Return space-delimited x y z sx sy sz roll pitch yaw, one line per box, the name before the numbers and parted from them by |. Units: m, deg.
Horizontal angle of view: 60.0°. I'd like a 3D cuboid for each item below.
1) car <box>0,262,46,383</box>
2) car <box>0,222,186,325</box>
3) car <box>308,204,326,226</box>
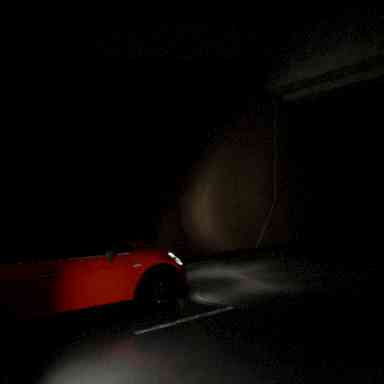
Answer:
car | -3.370 1.507 1.229 4.892 1.490 1.837 -1 0 -35
car | -2.330 1.353 6.262 4.553 1.767 2.097 0 0 -35
car | 8.846 1.564 23.063 4.181 1.385 1.994 0 0 -35
